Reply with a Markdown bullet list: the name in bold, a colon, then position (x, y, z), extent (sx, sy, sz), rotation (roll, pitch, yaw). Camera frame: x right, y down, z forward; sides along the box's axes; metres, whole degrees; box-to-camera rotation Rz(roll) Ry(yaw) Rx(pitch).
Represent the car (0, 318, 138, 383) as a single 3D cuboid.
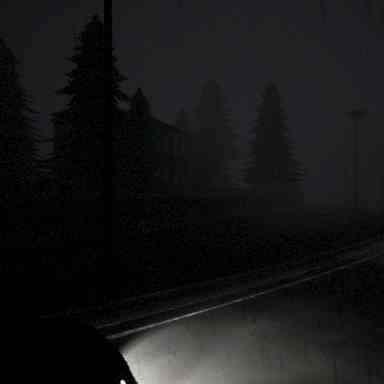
- **car**: position (-2.419, 1.564, 2.171), extent (4.181, 1.385, 1.994), rotation (0, 0, -35)
